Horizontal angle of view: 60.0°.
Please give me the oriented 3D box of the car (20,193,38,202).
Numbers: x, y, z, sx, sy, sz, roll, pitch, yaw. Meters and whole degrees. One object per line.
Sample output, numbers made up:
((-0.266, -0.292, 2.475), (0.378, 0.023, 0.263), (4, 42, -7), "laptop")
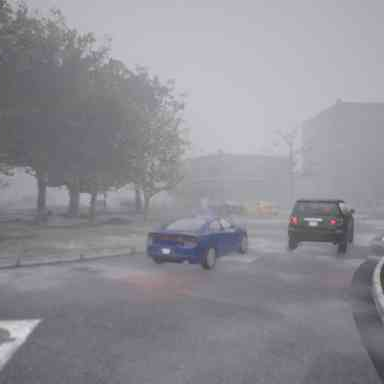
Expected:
((-34.822, 1.328, 72.185), (4.553, 1.767, 2.185), (0, 0, -17), "car")

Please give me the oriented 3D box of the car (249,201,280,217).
((6.935, 1.626, 34.026), (1.882, 1.535, 5.008), (1, 1, -20), "car")

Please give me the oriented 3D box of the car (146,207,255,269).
((0.414, 1.514, 11.510), (1.882, 1.535, 5.008), (0, 0, 28), "car")

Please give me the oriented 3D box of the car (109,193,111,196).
((-19.806, 1.462, 92.183), (5.008, 1.535, 2.097), (0, 0, -17), "car")

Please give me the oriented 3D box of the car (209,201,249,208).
((3.420, 1.627, 34.005), (1.882, 1.535, 5.008), (1, 0, -23), "car")

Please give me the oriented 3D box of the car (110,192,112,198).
((-18.938, 1.367, 89.411), (4.553, 1.767, 2.185), (0, 0, -17), "car")

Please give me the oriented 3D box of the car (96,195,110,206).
((-16.111, 1.657, 57.661), (1.812, 1.442, 4.674), (0, 0, -26), "car")

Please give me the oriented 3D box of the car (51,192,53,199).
((-38.029, 1.376, 82.748), (4.892, 1.521, 2.231), (0, 0, -17), "car")

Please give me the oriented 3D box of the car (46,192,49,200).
((-35.652, 1.438, 74.821), (5.008, 1.535, 2.097), (0, 0, -17), "car")

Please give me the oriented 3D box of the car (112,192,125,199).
((-16.548, 1.436, 81.417), (4.553, 1.767, 2.185), (0, 0, -17), "car")

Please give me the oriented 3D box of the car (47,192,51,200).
((-37.199, 1.272, 80.112), (4.553, 1.767, 2.185), (0, 0, -17), "car")

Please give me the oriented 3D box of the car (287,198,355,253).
((5.753, 1.294, 14.574), (2.150, 2.045, 5.566), (0, -1, 29), "car")

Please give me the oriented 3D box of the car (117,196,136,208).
((-9.769, 1.765, 51.886), (1.895, 1.301, 4.718), (0, 0, -33), "car")

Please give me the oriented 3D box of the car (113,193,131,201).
((-15.050, 1.616, 76.192), (4.792, 1.488, 2.163), (0, 0, -17), "car")
